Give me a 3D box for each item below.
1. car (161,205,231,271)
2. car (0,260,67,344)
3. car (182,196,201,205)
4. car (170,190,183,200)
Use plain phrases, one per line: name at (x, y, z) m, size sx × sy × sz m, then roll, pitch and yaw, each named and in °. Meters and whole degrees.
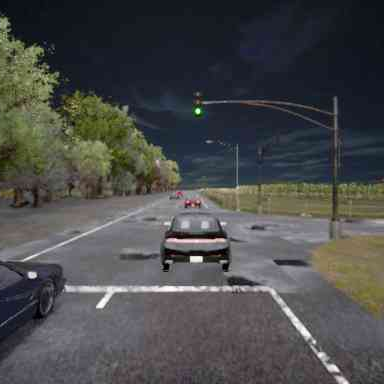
car at (0.102, 1.376, 10.433) m, size 2.128 × 1.511 × 4.902 m, roll 0°, pitch 1°, yaw 0°
car at (-3.400, 1.501, 4.116) m, size 2.033 × 1.411 × 5.357 m, roll 0°, pitch 1°, yaw 0°
car at (0.107, 1.157, 40.073) m, size 1.895 × 1.301 × 4.718 m, roll 0°, pitch 1°, yaw 0°
car at (-3.407, 0.803, 66.696) m, size 2.033 × 1.411 × 5.357 m, roll 0°, pitch 1°, yaw 3°
